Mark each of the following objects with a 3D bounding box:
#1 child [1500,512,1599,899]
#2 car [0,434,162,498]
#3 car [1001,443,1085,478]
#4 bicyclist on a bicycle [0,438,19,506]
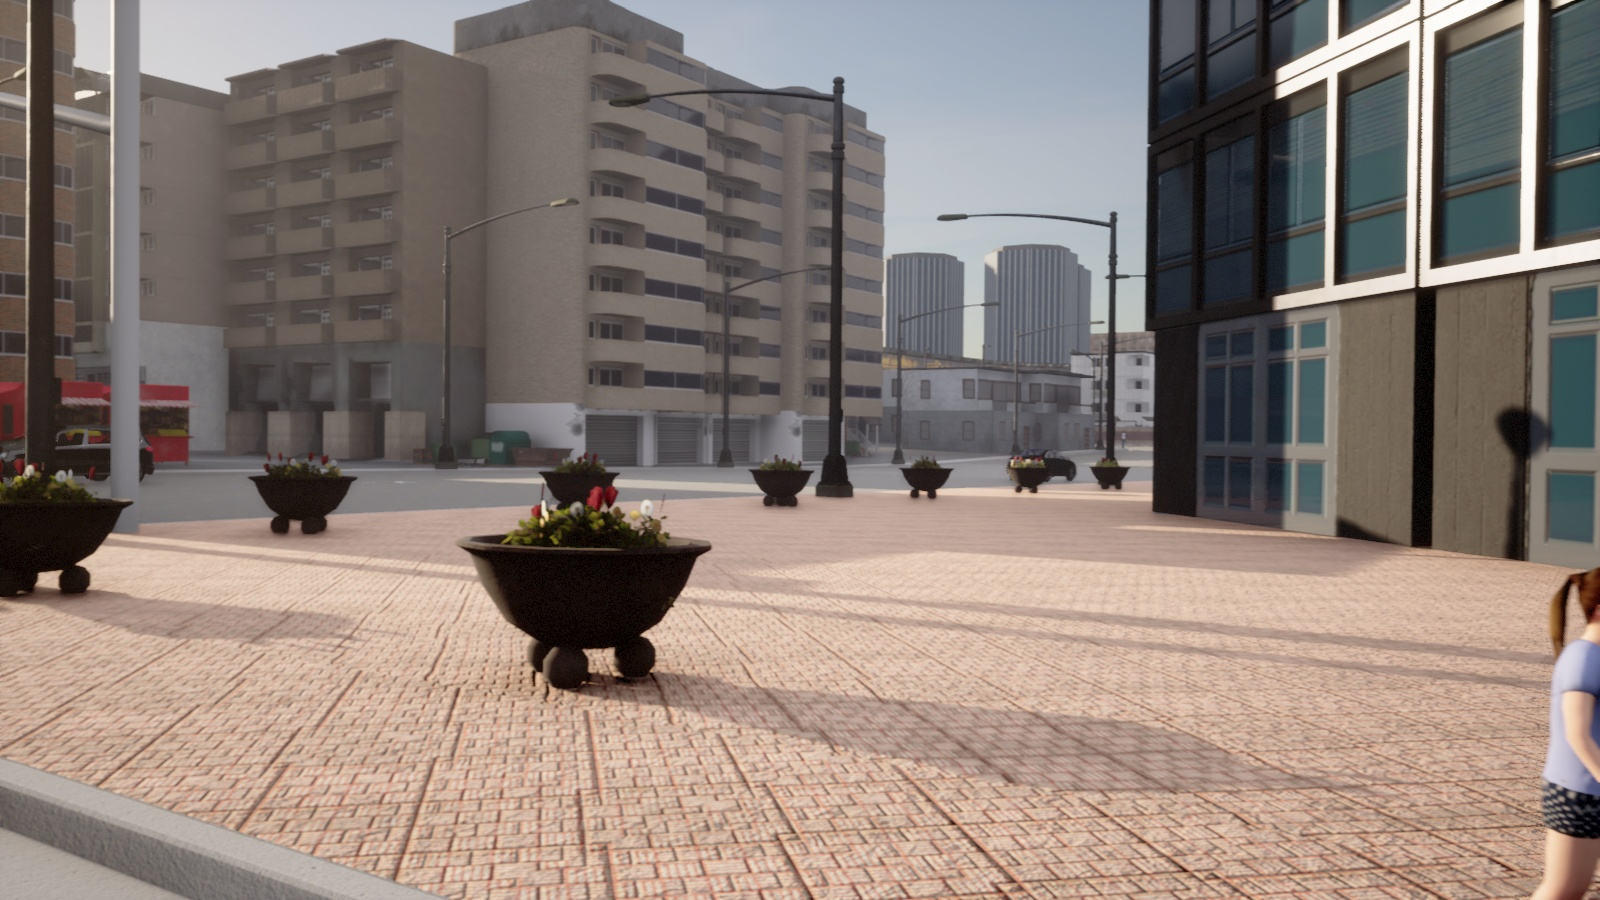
[{"bbox_3d":[1.929,0.718,2.999,0.394,1.110,0.255,0,1,45],"label":"child"},{"bbox_3d":[-20.637,0.400,34.965,2.242,1.667,4.611,0,0,33],"label":"car"},{"bbox_3d":[11.288,0.457,58.184,2.128,1.511,4.902,0,0,33],"label":"car"},{"bbox_3d":[-19.703,0.534,30.009,0.582,1.620,1.656,0,1,33],"label":"bicyclist on a bicycle"}]
